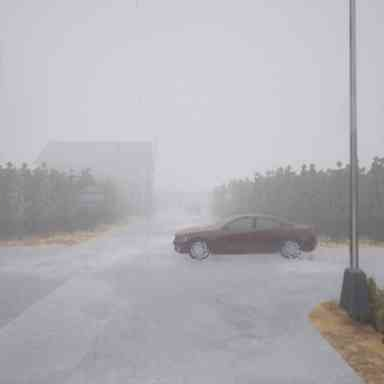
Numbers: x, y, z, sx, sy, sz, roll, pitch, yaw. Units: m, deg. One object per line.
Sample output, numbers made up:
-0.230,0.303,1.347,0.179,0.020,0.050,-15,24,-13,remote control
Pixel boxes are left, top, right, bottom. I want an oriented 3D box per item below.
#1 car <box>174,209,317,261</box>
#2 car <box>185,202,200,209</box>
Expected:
1.857,1.524,12.011,5.008,1.535,1.882,-1,-1,0,car
0.102,2.207,49.239,2.097,1.767,4.553,0,-1,0,car
